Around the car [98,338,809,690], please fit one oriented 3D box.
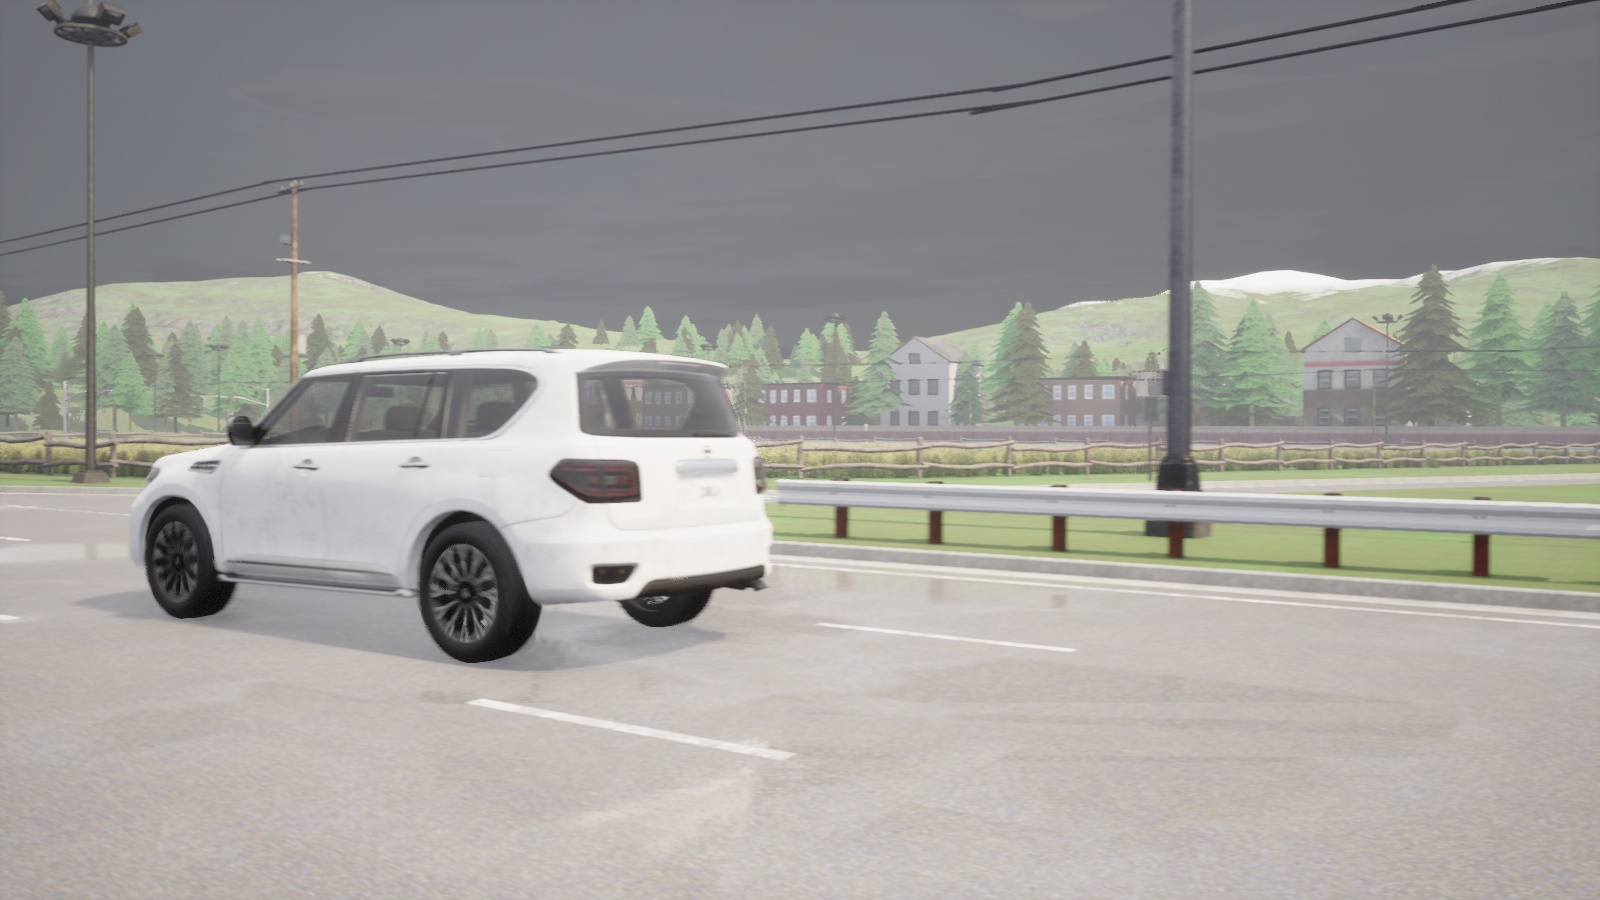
[{"bbox_3d":[-2.860,0.366,9.720,5.566,2.045,2.150,0,1,34],"label":"car"}]
